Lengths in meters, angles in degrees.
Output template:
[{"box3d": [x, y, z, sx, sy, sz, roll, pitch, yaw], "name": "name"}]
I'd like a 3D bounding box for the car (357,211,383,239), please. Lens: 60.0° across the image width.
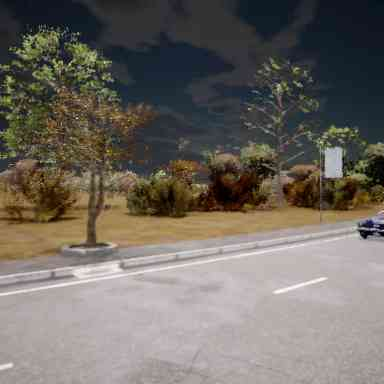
[{"box3d": [9.954, 1.587, 16.313, 4.718, 1.301, 1.895, 0, 0, -40], "name": "car"}]
